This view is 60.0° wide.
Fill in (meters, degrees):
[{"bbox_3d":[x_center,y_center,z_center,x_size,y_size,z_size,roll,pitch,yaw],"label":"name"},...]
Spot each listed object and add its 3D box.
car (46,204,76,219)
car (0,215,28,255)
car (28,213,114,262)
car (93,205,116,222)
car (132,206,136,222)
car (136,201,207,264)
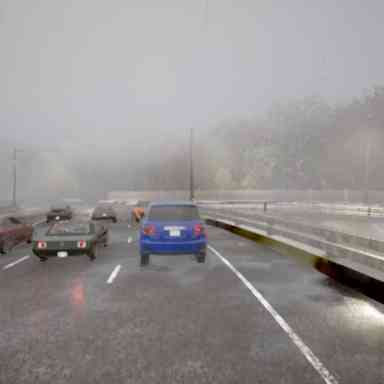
[{"bbox_3d":[-10.995,1.777,28.012,1.837,1.490,4.892,0,0,-15],"label":"car"},{"bbox_3d":[-8.032,1.668,13.748,1.812,1.442,4.674,0,0,-8],"label":"car"},{"bbox_3d":[-4.364,1.723,12.776,1.895,1.301,4.718,0,0,-7],"label":"car"},{"bbox_3d":[-7.667,1.834,29.080,1.994,1.385,4.181,0,0,-15],"label":"car"},{"bbox_3d":[-4.157,1.613,29.518,2.097,1.767,4.553,0,-1,-15],"label":"car"},{"bbox_3d":[-0.814,1.332,12.570,2.150,2.045,5.566,0,0,-7],"label":"car"}]
